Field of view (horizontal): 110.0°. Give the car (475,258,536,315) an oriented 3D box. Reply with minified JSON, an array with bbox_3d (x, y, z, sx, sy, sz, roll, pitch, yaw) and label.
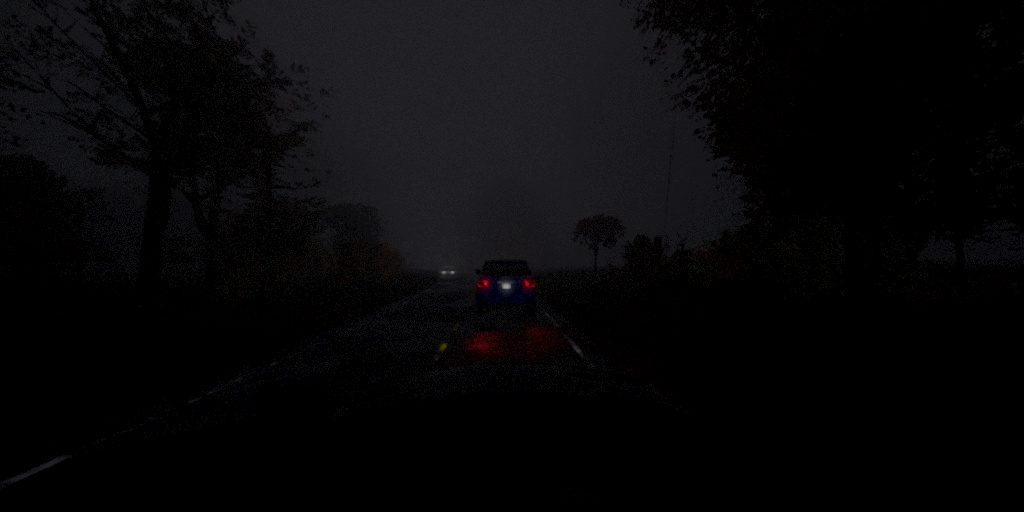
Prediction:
[{"bbox_3d":[-0.312,1.118,14.538,2.150,2.045,5.566,0,0,-3],"label":"car"}]
